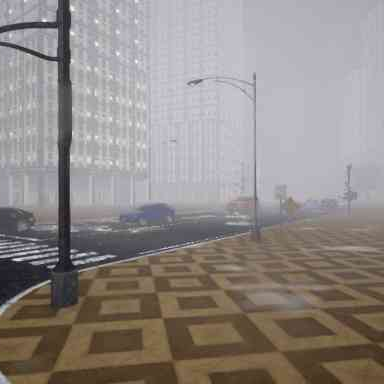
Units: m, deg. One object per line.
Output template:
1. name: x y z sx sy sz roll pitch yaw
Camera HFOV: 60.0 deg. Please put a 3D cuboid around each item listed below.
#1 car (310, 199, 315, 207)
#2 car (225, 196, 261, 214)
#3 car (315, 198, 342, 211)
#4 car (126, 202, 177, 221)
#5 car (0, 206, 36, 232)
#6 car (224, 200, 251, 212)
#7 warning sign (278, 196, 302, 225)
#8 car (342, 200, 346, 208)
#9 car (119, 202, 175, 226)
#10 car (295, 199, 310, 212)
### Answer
1. car: 19.081 1.831 52.776 1.882 1.535 5.008 0 0 31
2. car: 6.213 1.482 38.961 2.150 2.045 5.566 0 -1 34
3. car: 19.243 1.663 46.754 2.097 1.767 4.553 0 0 32
4. car: -3.573 1.697 30.345 1.837 1.490 4.892 0 0 34
5. car: -11.556 1.608 19.031 1.837 1.490 4.892 0 -1 37
6. car: 6.220 1.829 44.798 1.812 1.442 4.674 0 -1 34
7. warning sign: 6.783 1.251 22.979 1.300 1.860 1.060 0 0 34
8. car: 24.402 1.965 55.237 1.895 1.301 4.718 0 0 30
9. car: -3.279 1.629 25.008 1.882 1.535 5.008 0 -1 34
10. car: 13.860 1.898 44.380 1.895 1.301 4.718 0 -1 33
